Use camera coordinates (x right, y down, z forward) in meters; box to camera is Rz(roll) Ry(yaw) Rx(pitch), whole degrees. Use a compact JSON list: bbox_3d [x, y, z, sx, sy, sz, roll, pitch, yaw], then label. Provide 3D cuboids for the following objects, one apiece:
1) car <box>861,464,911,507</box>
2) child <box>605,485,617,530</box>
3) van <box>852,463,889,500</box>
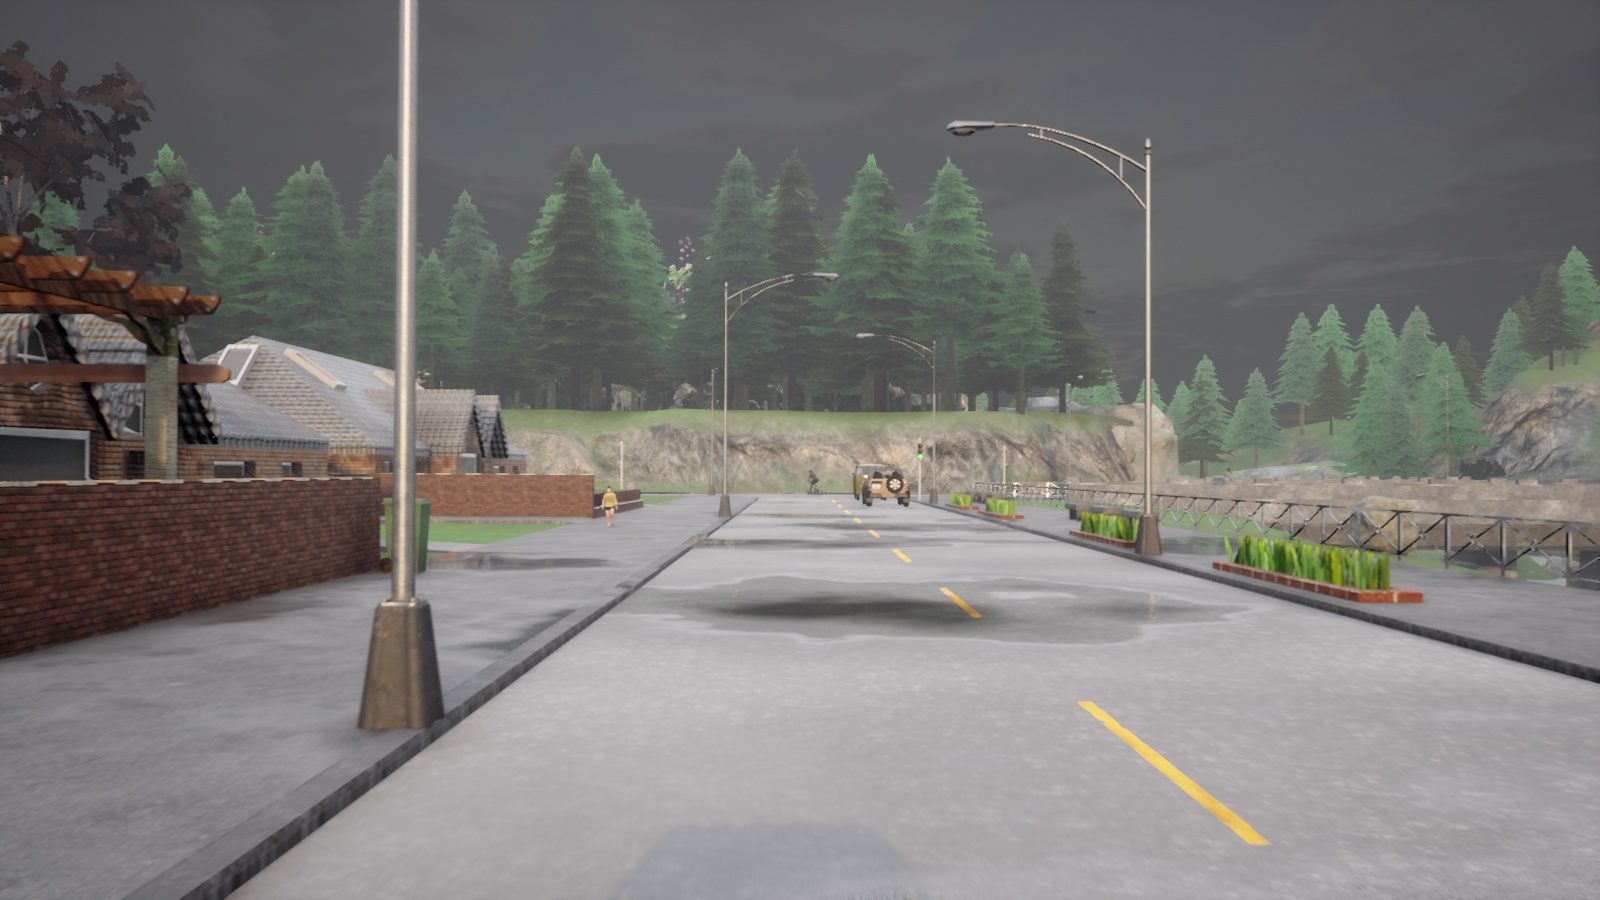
[{"bbox_3d":[3.860,1.571,57.045,1.932,1.855,4.605,0,-1,0],"label":"car"},{"bbox_3d":[-4.793,1.458,31.895,0.255,1.110,0.394,0,-1,-3],"label":"child"},{"bbox_3d":[3.831,1.703,68.779,1.775,1.987,4.442,0,-1,0],"label":"van"}]
